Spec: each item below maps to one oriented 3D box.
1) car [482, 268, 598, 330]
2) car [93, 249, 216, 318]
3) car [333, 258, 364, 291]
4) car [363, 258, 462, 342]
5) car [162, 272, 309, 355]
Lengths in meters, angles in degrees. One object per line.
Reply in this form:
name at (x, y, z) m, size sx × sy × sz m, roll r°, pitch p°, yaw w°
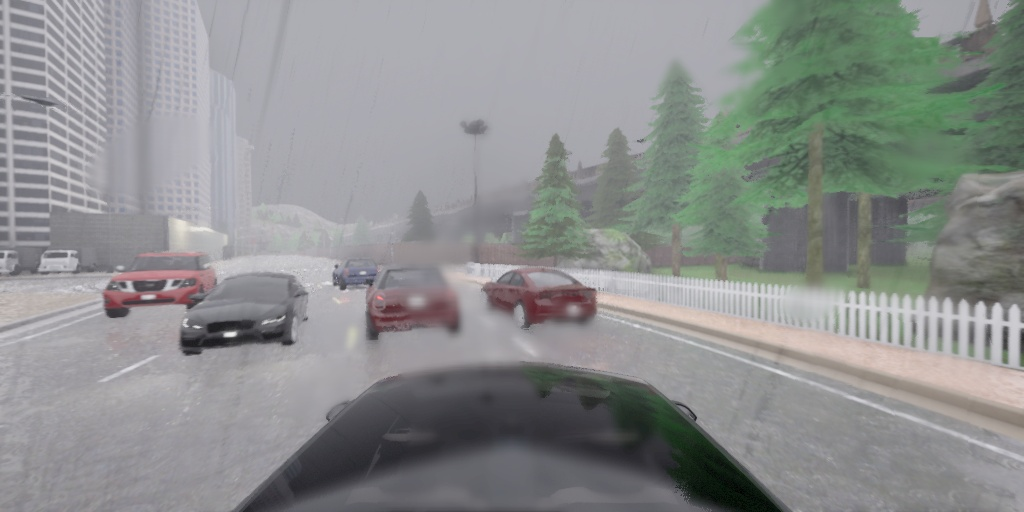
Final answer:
car at (0.564, 1.086, 10.752) m, size 1.882 × 1.535 × 5.008 m, roll -1°, pitch 1°, yaw -21°
car at (-12.415, 0.865, 13.102) m, size 2.150 × 2.045 × 5.566 m, roll -1°, pitch 1°, yaw -33°
car at (-8.816, 0.868, 20.340) m, size 2.097 × 1.767 × 4.553 m, roll -1°, pitch 1°, yaw -32°
car at (-2.849, 0.994, 9.816) m, size 2.097 × 1.767 × 4.553 m, roll -1°, pitch 1°, yaw -22°
car at (-6.172, 1.184, 8.776) m, size 1.837 × 1.490 × 4.892 m, roll 0°, pitch 0°, yaw -25°
